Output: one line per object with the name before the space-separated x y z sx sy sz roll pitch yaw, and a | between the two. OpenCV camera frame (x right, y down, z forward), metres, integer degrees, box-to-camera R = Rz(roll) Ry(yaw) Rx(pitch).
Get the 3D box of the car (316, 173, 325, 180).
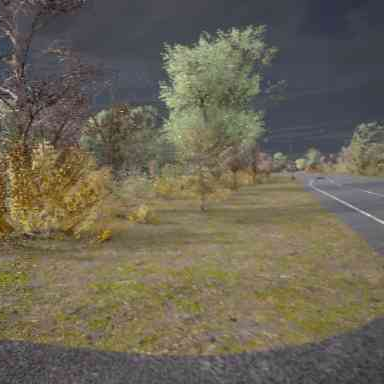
car | 27.094 -3.248 70.225 2.033 1.411 5.357 -4 3 21
